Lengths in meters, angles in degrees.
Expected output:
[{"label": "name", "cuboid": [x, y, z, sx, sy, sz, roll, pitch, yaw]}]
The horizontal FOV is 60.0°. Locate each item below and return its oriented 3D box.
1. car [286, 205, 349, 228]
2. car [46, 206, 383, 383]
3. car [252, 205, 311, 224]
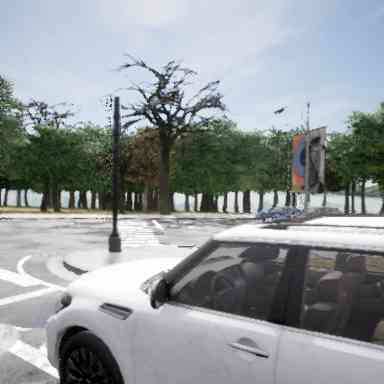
[{"label": "car", "cuboid": [10.665, 2.050, 28.323, 4.553, 1.767, 2.097, 1, 1, -11]}, {"label": "car", "cuboid": [1.048, 1.222, 2.945, 5.566, 2.045, 2.150, 0, 0, 36]}, {"label": "car", "cuboid": [8.376, 2.085, 31.185, 5.008, 1.535, 1.882, 1, 1, -11]}]
